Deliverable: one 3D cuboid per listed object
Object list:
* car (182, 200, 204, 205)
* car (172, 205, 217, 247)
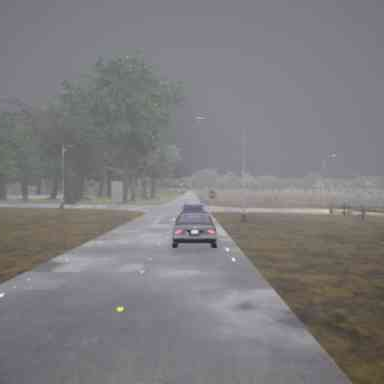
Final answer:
[{"bbox_3d":[0.094,1.420,29.655,1.882,1.535,5.008,0,0,0],"label":"car"},{"bbox_3d":[0.096,1.524,14.832,2.033,1.411,5.357,0,0,0],"label":"car"}]
